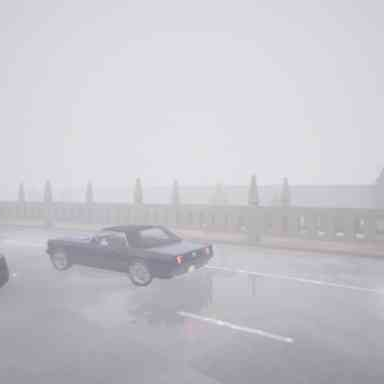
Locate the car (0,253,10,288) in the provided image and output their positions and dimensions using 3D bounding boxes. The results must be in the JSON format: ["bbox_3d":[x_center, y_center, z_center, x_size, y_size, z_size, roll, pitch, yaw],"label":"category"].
[{"bbox_3d":[-6.122,1.534,7.557,4.181,1.385,1.994,0,0,30],"label":"car"}]

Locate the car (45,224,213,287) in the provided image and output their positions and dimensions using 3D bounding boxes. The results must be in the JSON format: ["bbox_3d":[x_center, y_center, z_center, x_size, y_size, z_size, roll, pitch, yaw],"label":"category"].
[{"bbox_3d":[-1.897,1.560,9.183,4.718,1.301,1.895,0,0,32],"label":"car"}]
